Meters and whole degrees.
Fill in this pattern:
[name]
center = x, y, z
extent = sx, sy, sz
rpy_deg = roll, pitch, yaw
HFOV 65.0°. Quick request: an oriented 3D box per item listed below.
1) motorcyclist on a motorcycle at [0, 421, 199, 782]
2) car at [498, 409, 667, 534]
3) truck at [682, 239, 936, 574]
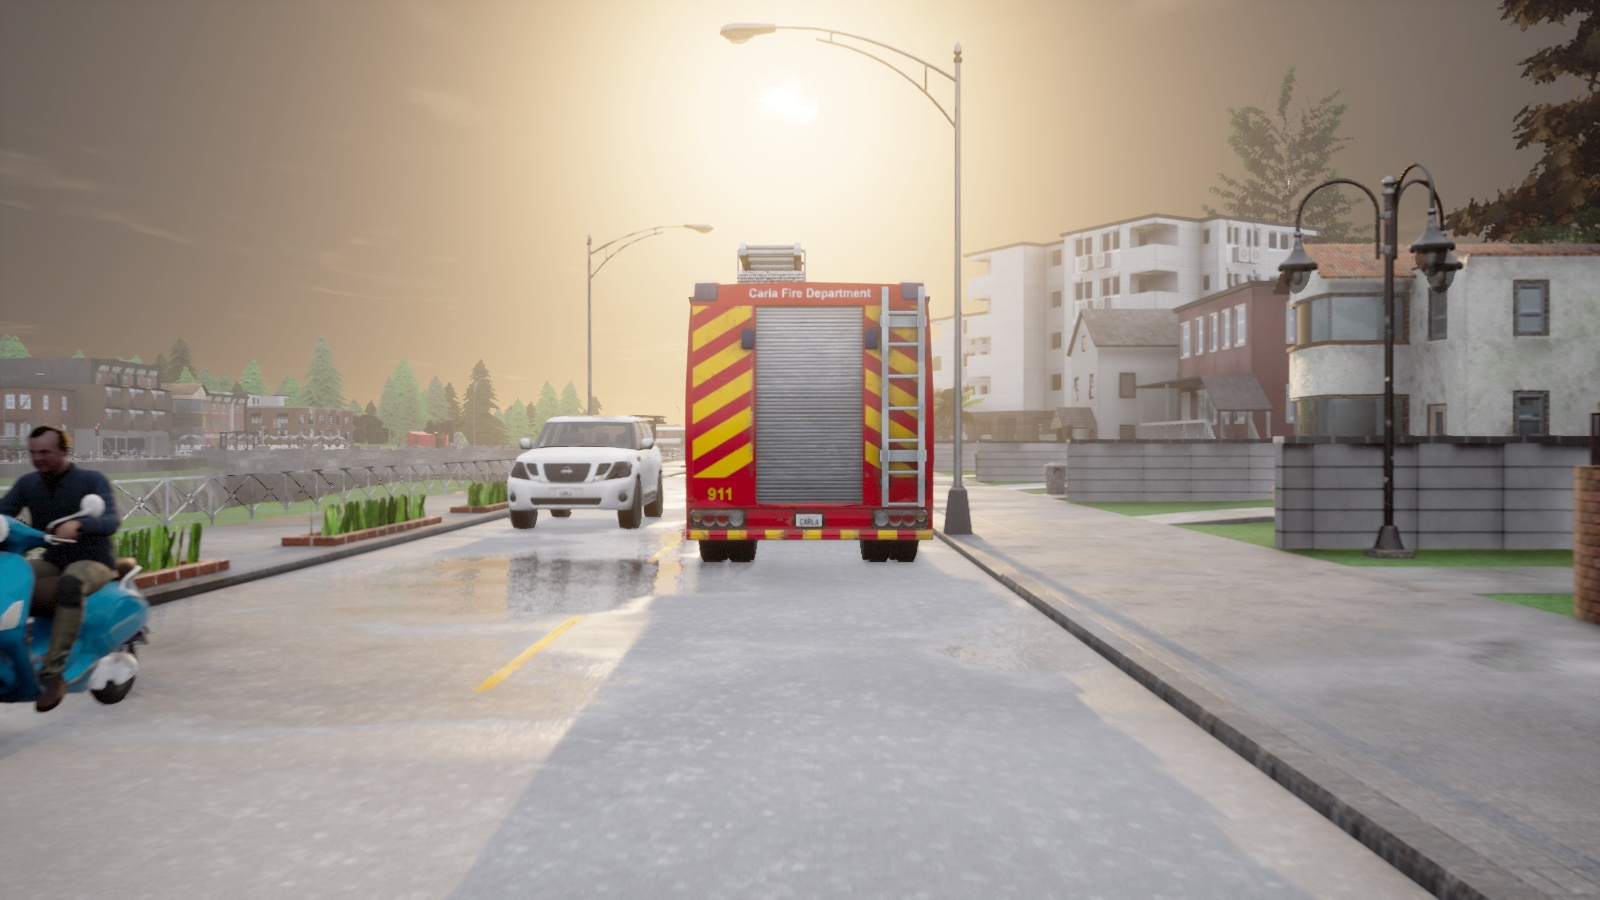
[motorcyclist on a motorcycle]
center = -3.948, 0.660, 6.426
extent = 0.866, 1.590, 1.817
rpy_deg = 0, 0, 0
[car]
center = -3.851, 0.331, 23.336
extent = 2.150, 2.045, 5.566
rpy_deg = 0, 0, 0
[truck]
center = 0.123, -0.523, 18.577
extent = 2.891, 3.827, 8.468
rpy_deg = 0, 0, 0
